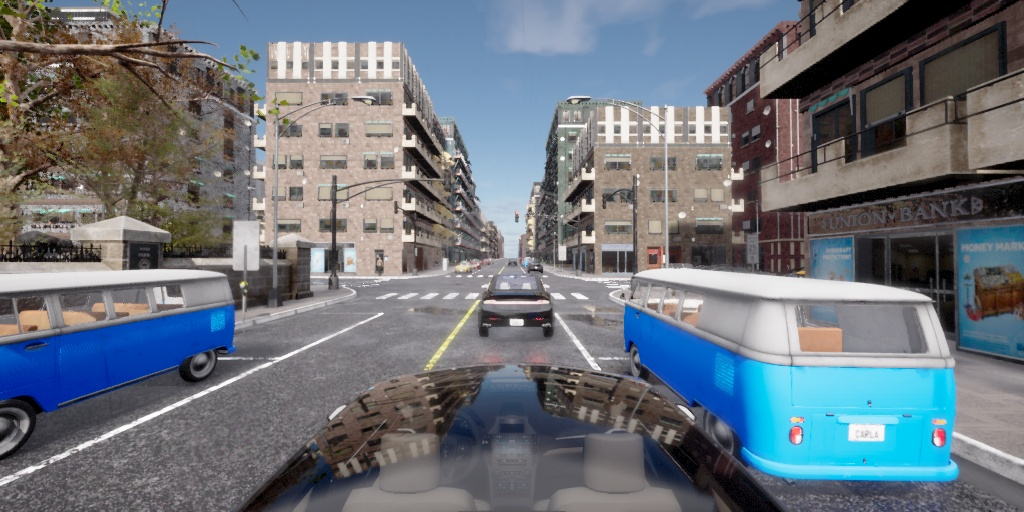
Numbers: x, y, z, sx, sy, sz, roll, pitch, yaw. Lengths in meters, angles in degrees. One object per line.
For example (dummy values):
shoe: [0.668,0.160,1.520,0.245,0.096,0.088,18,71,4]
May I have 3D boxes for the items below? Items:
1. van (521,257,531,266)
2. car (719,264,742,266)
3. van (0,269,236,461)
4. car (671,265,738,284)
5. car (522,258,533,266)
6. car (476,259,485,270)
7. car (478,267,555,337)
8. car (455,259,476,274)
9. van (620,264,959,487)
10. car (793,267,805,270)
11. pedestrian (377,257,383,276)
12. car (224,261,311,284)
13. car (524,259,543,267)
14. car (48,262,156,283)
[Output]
van: [2.734,1.112,59.422,1.690,1.789,3.998,0,0,0]
car: [13.549,1.333,22.275,4.313,1.339,1.948,0,0,1]
van: [-5.654,1.091,4.556,1.690,1.789,3.998,0,0,0]
car: [14.973,1.443,28.062,4.181,1.385,1.994,0,-1,1]
car: [2.725,1.317,48.138,2.007,1.370,4.403,0,0,0]
car: [-5.652,1.208,53.786,1.967,1.591,4.097,0,0,0]
car: [0.106,1.244,10.280,2.128,1.511,4.902,0,0,0]
car: [-5.659,1.289,42.331,1.751,1.417,4.829,0,0,0]
van: [2.661,1.092,4.549,1.690,1.789,3.998,0,0,0]
car: [25.030,1.414,27.934,5.008,1.535,1.882,0,-1,1]
pedestrian: [-12.515,0.967,33.948,0.375,1.860,0.375,0,-1,1]
car: [-17.117,1.148,25.238,4.892,1.490,1.837,0,-1,1]
car: [2.721,1.330,42.495,1.948,1.339,4.313,0,0,0]
car: [-28.898,1.127,25.412,5.357,1.411,2.033,0,-1,1]
